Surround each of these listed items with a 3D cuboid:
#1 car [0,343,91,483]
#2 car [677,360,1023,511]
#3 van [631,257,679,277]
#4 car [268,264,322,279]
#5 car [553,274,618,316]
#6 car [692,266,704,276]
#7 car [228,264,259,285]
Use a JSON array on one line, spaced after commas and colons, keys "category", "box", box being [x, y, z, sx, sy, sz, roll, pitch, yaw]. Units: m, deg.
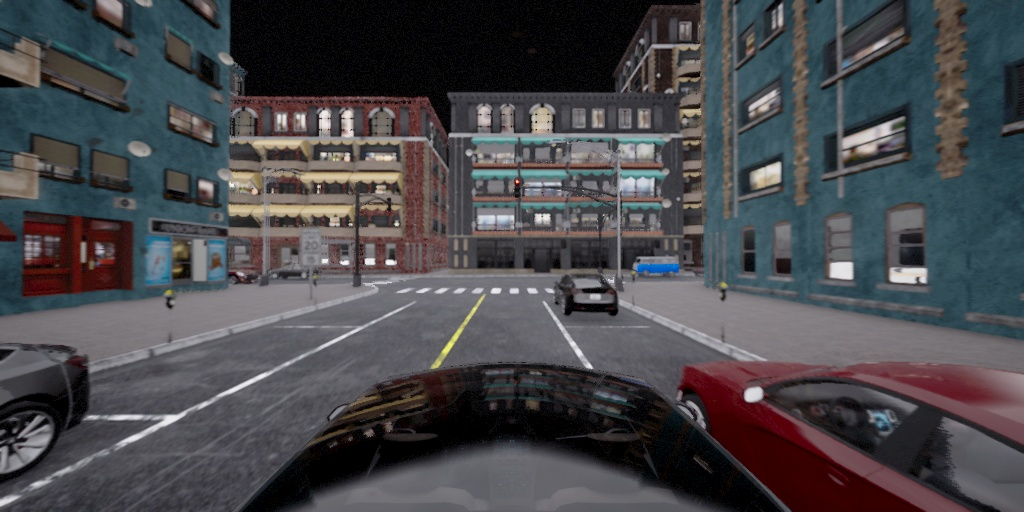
[{"category": "car", "box": [-5.282, 1.314, 1.964, 1.948, 1.339, 4.313, 0, 0, 0]}, {"category": "car", "box": [2.565, 1.295, 1.993, 1.888, 1.381, 4.507, 0, 0, 0]}, {"category": "van", "box": [13.071, 0.975, 32.696, 3.998, 1.789, 1.690, 0, 0, 0]}, {"category": "car", "box": [-19.714, 1.389, 32.634, 4.403, 1.370, 2.007, 0, 0, 0]}, {"category": "car", "box": [2.559, 1.290, 13.120, 1.948, 1.339, 4.313, 0, 0, 0]}, {"category": "car", "box": [18.711, 1.182, 32.729, 4.207, 1.307, 1.802, 0, 0, 0]}, {"category": "car", "box": [-19.666, 1.208, 24.495, 4.097, 1.591, 1.967, 0, 0, 0]}]
